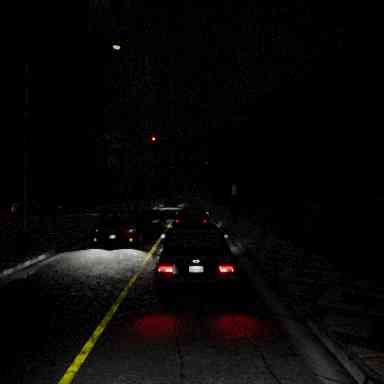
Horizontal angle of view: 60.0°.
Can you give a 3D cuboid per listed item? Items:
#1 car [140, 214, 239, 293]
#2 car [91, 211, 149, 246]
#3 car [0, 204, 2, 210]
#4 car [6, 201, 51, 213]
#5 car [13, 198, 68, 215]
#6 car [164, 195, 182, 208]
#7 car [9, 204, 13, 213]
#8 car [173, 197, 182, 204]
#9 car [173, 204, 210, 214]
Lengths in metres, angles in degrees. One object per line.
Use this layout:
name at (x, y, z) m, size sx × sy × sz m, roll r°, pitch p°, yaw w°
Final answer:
car at (0.073, 1.552, 8.993) m, size 2.033 × 1.411 × 5.357 m, roll 0°, pitch 0°, yaw 0°
car at (-3.128, 1.573, 15.124) m, size 1.994 × 1.385 × 4.181 m, roll 0°, pitch 0°, yaw 0°
car at (-24.559, 1.754, 38.980) m, size 4.206 × 1.307 × 1.802 m, roll 0°, pitch -1°, yaw 0°
car at (-19.072, 1.735, 38.997) m, size 4.313 × 1.339 × 1.947 m, roll 0°, pitch -1°, yaw 0°
car at (-13.593, 1.380, 30.495) m, size 4.097 × 1.590 × 1.967 m, roll 0°, pitch -2°, yaw -1°
car at (-3.139, 1.646, 51.422) m, size 2.033 × 1.411 × 5.357 m, roll 0°, pitch 0°, yaw 3°
car at (-15.243, 1.489, 33.150) m, size 5.008 × 1.535 × 1.882 m, roll 0°, pitch -2°, yaw 0°
car at (-3.116, 1.708, 71.169) m, size 1.812 × 1.442 × 4.674 m, roll 0°, pitch 0°, yaw 0°
car at (0.002, 1.577, 18.298) m, size 1.994 × 1.385 × 4.181 m, roll 0°, pitch 0°, yaw 1°
